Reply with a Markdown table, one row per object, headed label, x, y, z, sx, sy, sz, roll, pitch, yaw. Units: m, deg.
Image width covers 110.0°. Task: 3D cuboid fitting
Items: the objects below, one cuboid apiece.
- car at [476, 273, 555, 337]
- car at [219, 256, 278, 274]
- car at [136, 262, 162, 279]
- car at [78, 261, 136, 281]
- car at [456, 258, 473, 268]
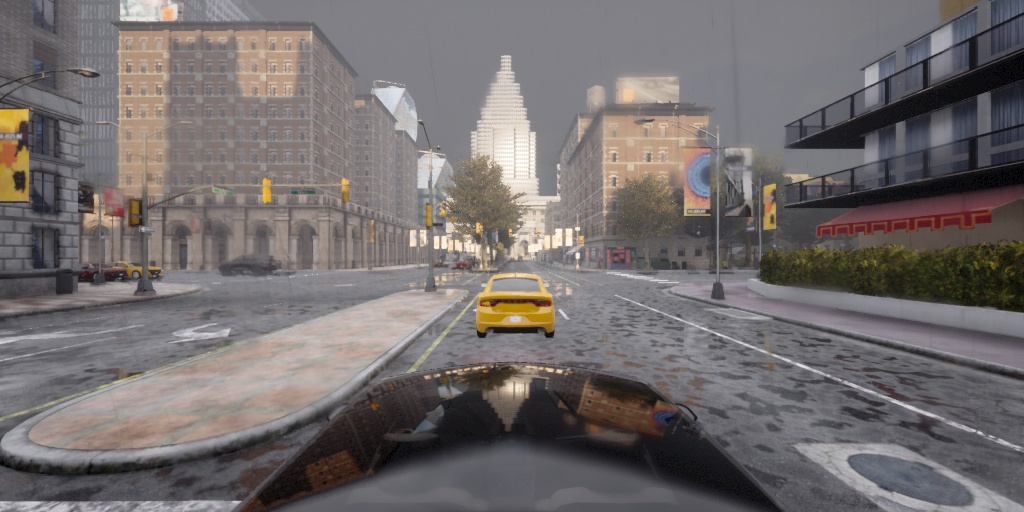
| label | x | y | z | sx | sy | sz | roll | pitch | yaw |
| --- | --- | --- | --- | --- | --- | --- | --- | --- | --- |
| car | 0.094 | 1.228 | 10.331 | 1.882 | 1.535 | 5.008 | 0 | 0 | 0 |
| car | -28.974 | 0.971 | 39.554 | 5.566 | 2.045 | 2.150 | 0 | 0 | 0 |
| car | -34.574 | 1.228 | 32.336 | 5.008 | 1.535 | 1.882 | 0 | 0 | 0 |
| car | -33.938 | 1.228 | 28.838 | 5.008 | 1.535 | 1.882 | 0 | 0 | 0 |
| car | -7.986 | 1.351 | 59.072 | 1.895 | 1.301 | 4.718 | 0 | 0 | 0 |
